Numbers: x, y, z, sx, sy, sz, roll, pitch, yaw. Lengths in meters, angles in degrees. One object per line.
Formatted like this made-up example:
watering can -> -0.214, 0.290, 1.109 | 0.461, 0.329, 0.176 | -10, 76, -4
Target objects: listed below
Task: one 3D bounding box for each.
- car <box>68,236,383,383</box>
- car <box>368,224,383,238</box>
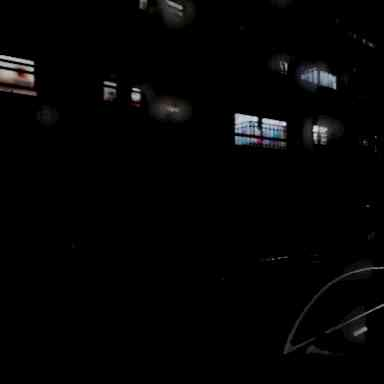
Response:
car -> 1.118, 1.523, 3.870 | 4.892, 1.490, 1.837 | 0, 0, -36
car -> 7.875, 1.517, 11.733 | 4.097, 1.590, 1.967 | 0, -1, -36
